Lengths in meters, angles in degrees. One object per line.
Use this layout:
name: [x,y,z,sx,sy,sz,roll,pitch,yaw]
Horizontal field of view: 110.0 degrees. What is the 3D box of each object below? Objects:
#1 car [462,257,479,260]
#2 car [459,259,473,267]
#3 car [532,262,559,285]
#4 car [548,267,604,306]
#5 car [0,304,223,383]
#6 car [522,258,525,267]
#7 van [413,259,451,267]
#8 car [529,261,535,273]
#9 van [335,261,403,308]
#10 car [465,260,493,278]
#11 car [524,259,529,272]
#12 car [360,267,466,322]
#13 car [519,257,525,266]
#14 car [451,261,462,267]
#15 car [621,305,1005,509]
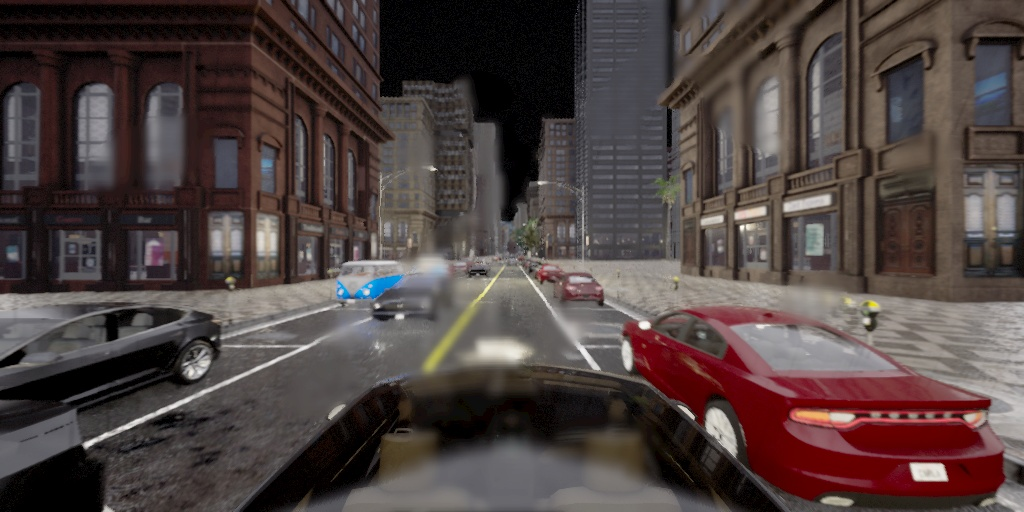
car: [-5.759,1.072,46.745,2.192,1.841,5.009,0,0,0]
car: [-5.760,1.340,41.444,1.802,1.307,4.207,0,0,0]
car: [2.764,1.302,26.204,1.888,1.381,4.507,0,0,0]
car: [2.764,1.335,15.405,1.802,1.307,4.207,0,0,0]
car: [-5.762,1.314,4.339,1.948,1.339,4.313,0,0,0]
car: [2.766,1.336,53.203,1.802,1.307,4.207,0,0,0]
van: [-5.760,1.094,25.541,1.690,1.789,3.998,0,0,0]
car: [2.765,1.324,31.603,1.948,1.339,4.313,0,0,0]
van: [-5.761,1.091,14.940,1.690,1.789,3.998,0,0,0]
car: [-3.026,1.359,34.197,1.895,1.301,4.718,0,0,1]
car: [2.766,1.326,42.403,1.948,1.339,4.313,0,0,0]
car: [-3.082,1.298,12.558,2.033,1.411,5.357,0,0,0]
car: [2.767,1.301,64.005,1.948,1.339,4.313,0,0,0]
car: [-5.760,1.337,30.842,1.802,1.307,4.207,0,0,0]
car: [2.763,1.296,4.607,1.888,1.381,4.507,0,0,0]
